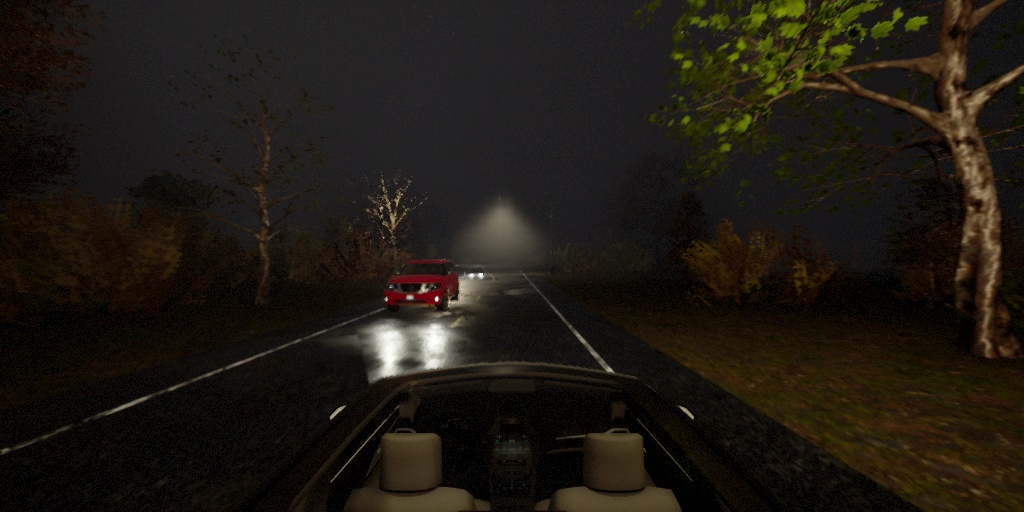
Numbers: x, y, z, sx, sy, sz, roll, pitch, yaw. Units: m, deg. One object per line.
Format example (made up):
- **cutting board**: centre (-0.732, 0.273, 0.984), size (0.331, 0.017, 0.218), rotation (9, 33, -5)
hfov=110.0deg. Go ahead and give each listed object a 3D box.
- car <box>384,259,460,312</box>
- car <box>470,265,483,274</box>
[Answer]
- **car**: centre (-3.620, 1.147, 15.466), size (2.150, 2.045, 5.566), rotation (0, -1, 0)
- **car**: centre (-5.477, 1.985, 54.894), size (1.895, 1.301, 4.718), rotation (0, -1, -7)
